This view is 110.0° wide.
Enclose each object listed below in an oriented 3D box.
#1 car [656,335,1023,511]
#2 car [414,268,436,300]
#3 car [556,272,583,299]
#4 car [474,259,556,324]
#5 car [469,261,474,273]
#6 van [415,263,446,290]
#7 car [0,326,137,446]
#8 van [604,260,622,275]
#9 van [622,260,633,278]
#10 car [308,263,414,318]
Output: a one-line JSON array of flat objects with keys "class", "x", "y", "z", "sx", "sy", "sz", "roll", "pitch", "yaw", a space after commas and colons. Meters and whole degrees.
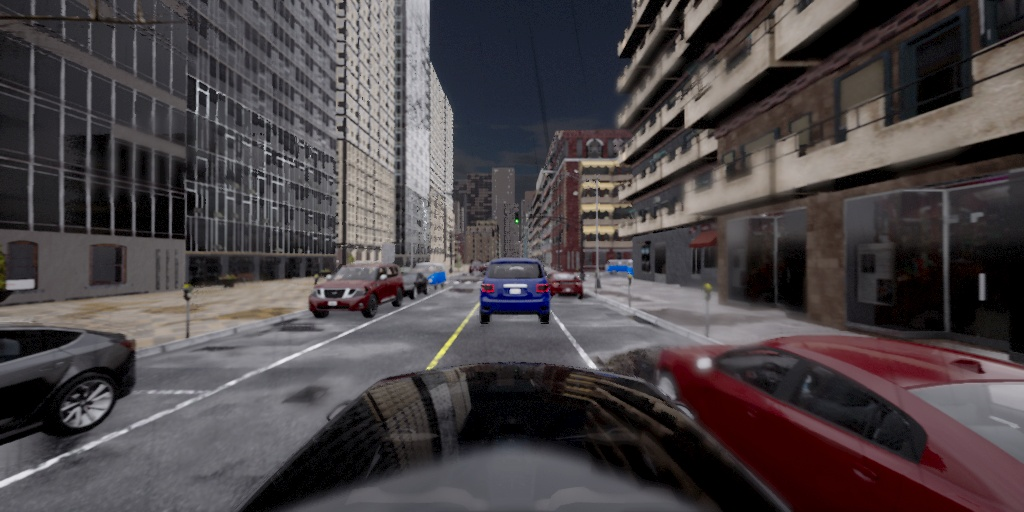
[{"class": "car", "x": 2.689, "y": 1.309, "z": 2.837, "sx": 1.888, "sy": 1.381, "sz": 4.507, "roll": 0, "pitch": 0, "yaw": 0}, {"class": "car", "x": -5.690, "y": 1.535, "z": 19.406, "sx": 1.948, "sy": 1.339, "sz": 4.313, "roll": 0, "pitch": 0, "yaw": 0}, {"class": "car", "x": 2.690, "y": 1.515, "z": 19.403, "sx": 1.888, "sy": 1.381, "sz": 4.507, "roll": 0, "pitch": 0, "yaw": 0}, {"class": "car", "x": 0.094, "y": 1.110, "z": 12.797, "sx": 2.150, "sy": 2.045, "sz": 5.566, "roll": 0, "pitch": 0, "yaw": 0}, {"class": "car", "x": -5.684, "y": 1.779, "z": 57.315, "sx": 2.192, "sy": 1.841, "sz": 5.009, "roll": 0, "pitch": 0, "yaw": 0}, {"class": "van", "x": -5.689, "y": 1.380, "z": 24.928, "sx": 1.690, "sy": 1.789, "sz": 3.998, "roll": 0, "pitch": 0, "yaw": 0}, {"class": "car", "x": -5.692, "y": 1.329, "z": 2.839, "sx": 1.948, "sy": 1.339, "sz": 4.313, "roll": 0, "pitch": 0, "yaw": 0}, {"class": "van", "x": 13.726, "y": 1.408, "z": 44.888, "sx": 3.998, "sy": 1.789, "sz": 1.690, "roll": 0, "pitch": 0, "yaw": 0}, {"class": "van", "x": 13.746, "y": 1.341, "z": 36.508, "sx": 3.998, "sy": 1.789, "sz": 1.690, "roll": 0, "pitch": 0, "yaw": 0}, {"class": "car", "x": -5.690, "y": 1.215, "z": 13.883, "sx": 2.192, "sy": 1.841, "sz": 5.009, "roll": 0, "pitch": 0, "yaw": 0}]
